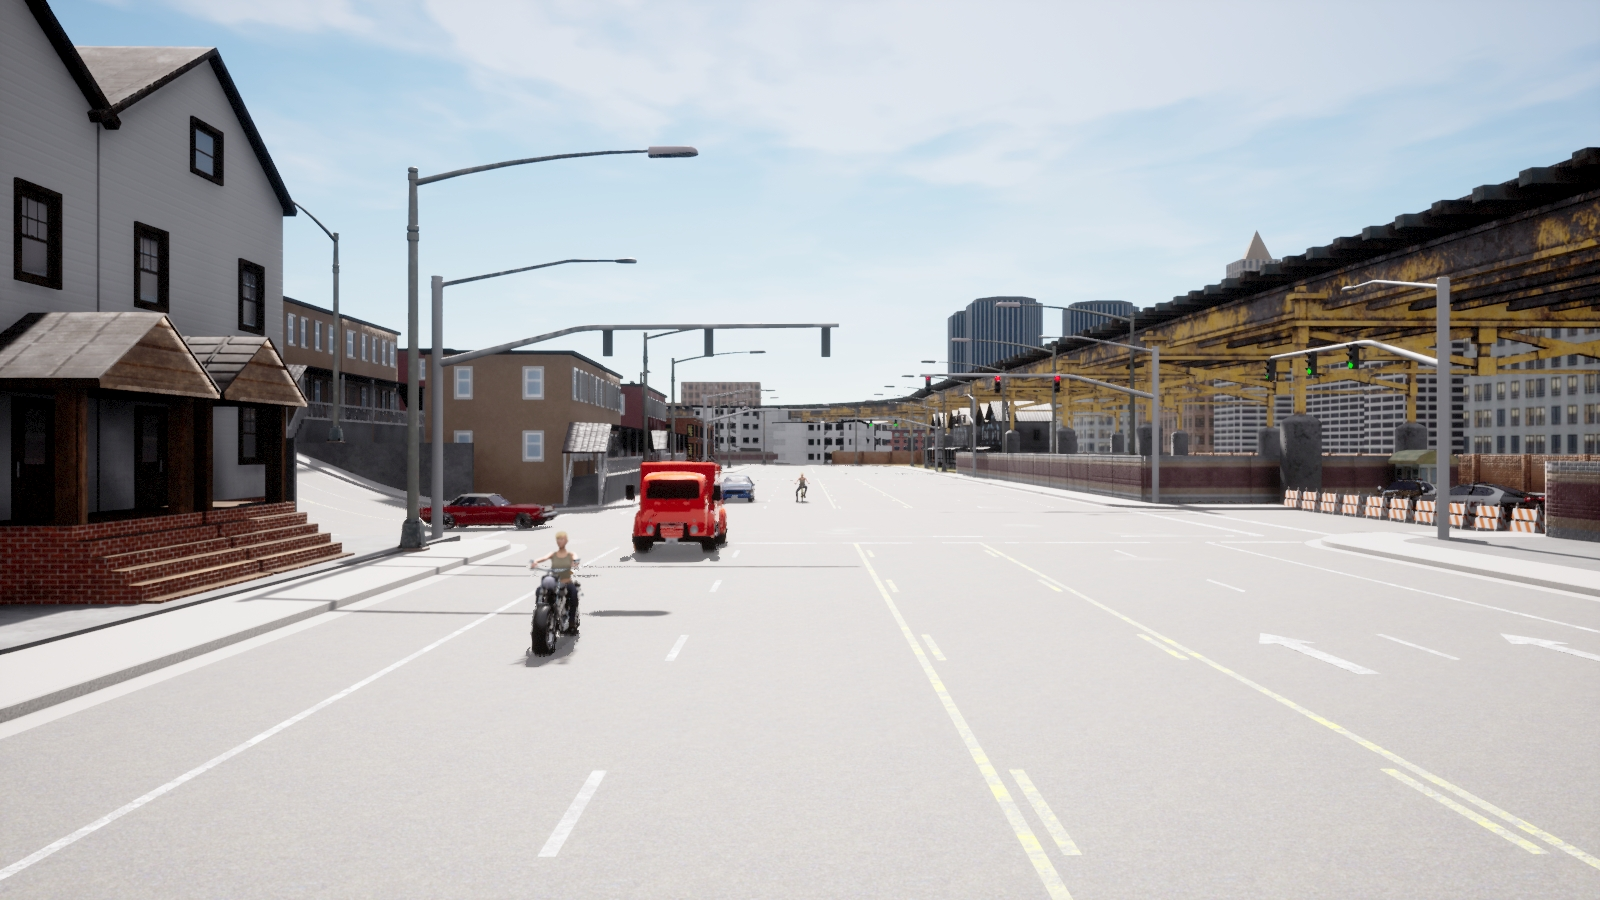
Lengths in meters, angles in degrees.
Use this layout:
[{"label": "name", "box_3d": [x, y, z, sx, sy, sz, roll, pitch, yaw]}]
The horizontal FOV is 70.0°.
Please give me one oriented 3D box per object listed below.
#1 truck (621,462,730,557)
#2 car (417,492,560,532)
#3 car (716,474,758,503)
[{"label": "truck", "box_3d": [-3.400, 1.575, 32.431, 2.627, 2.467, 5.204, 0, 0, -1]}, {"label": "car", "box_3d": [-11.454, 2.274, 42.243, 4.718, 1.301, 1.895, -1, 0, 5]}, {"label": "car", "box_3d": [-3.449, 2.106, 63.014, 2.033, 1.411, 5.357, 0, 0, 0]}]
